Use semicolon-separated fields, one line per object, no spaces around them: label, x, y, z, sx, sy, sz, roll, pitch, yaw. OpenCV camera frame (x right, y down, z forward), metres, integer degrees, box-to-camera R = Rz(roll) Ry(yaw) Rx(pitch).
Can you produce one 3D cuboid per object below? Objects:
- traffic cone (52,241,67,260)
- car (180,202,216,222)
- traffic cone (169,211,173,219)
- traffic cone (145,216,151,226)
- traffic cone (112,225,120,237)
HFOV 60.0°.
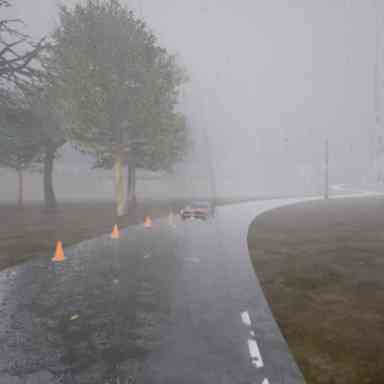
traffic cone;-4.333;1.890;10.869;0.340;0.580;0.340;0;0;6
car;0.531;1.447;25.007;1.895;1.301;4.718;1;1;14
traffic cone;-1.620;1.774;25.990;0.340;0.580;0.340;1;1;14
traffic cone;-2.757;1.819;20.994;0.340;0.580;0.340;1;1;12
traffic cone;-3.661;1.858;15.950;0.340;0.580;0.340;0;0;9
